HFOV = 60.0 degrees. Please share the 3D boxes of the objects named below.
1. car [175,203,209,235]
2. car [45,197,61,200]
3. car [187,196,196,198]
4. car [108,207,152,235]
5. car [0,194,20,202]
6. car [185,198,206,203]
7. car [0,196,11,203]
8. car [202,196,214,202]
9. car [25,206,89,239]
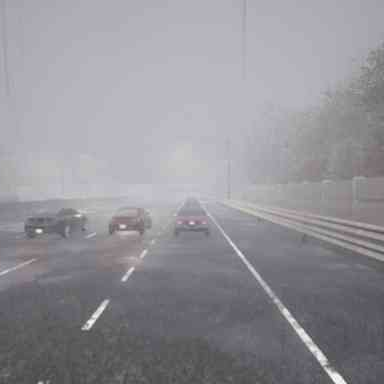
[{"bbox_3d":[-0.005,1.563,18.704,2.033,1.411,5.357,0,0,0],"label":"car"},{"bbox_3d":[-21.065,1.592,49.948,1.837,1.490,4.892,0,0,1],"label":"car"},{"bbox_3d":[-0.014,1.441,49.639,2.097,1.767,4.553,0,0,0],"label":"car"},{"bbox_3d":[-3.407,1.541,18.724,1.812,1.442,4.674,0,0,0],"label":"car"},{"bbox_3d":[-28.058,1.308,49.867,2.150,2.045,5.566,0,0,1],"label":"car"},{"bbox_3d":[-0.007,1.586,31.053,2.033,1.411,5.357,0,0,0],"label":"car"},{"bbox_3d":[-24.570,1.587,40.542,1.812,1.442,4.674,0,0,0],"label":"car"},{"bbox_3d":[3.882,1.932,91.377,1.882,1.535,5.008,0,-1,17],"label":"car"},{"bbox_3d":[-6.905,1.518,17.434,1.837,1.490,4.892,0,0,0],"label":"car"}]
